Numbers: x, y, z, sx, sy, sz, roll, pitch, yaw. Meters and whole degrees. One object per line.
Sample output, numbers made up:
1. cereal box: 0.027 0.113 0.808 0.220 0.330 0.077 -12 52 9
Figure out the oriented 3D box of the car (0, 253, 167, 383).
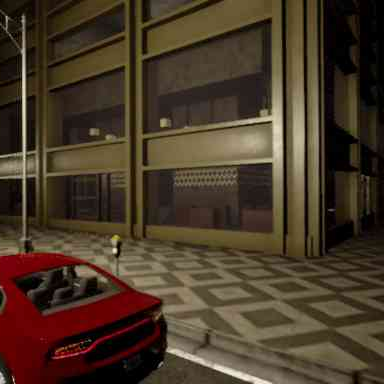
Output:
1. car: -2.395 1.524 4.567 4.507 1.381 1.887 0 0 36
